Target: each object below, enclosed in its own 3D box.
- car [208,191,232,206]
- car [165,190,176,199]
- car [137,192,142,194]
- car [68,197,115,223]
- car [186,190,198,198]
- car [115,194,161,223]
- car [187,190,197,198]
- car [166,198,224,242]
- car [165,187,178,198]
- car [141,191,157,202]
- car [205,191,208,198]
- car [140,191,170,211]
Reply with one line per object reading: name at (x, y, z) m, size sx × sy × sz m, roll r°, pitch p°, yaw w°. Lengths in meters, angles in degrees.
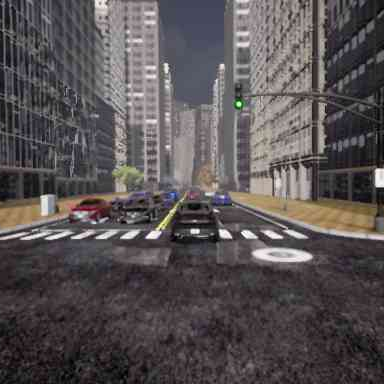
car at (3.346, 0.608, 38.539) m, size 2.097 × 1.767 × 4.553 m, roll -1°, pitch 1°, yaw 0°
car at (-3.279, 0.809, 40.578) m, size 1.812 × 1.442 × 4.674 m, roll -1°, pitch 1°, yaw 0°
car at (-6.524, 0.788, 40.791) m, size 1.882 × 1.535 × 5.008 m, roll -1°, pitch 1°, yaw 0°
car at (-6.594, 1.144, 22.185) m, size 1.812 × 1.442 × 4.674 m, roll -1°, pitch 1°, yaw 2°
car at (-0.004, 0.566, 53.335) m, size 1.812 × 1.442 × 4.674 m, roll -1°, pitch 1°, yaw 0°
car at (-3.347, 1.106, 21.420) m, size 1.837 × 1.490 × 4.892 m, roll -1°, pitch 1°, yaw 0°
car at (-0.003, 0.348, 63.327) m, size 1.882 × 1.535 × 5.008 m, roll -1°, pitch 1°, yaw 0°
car at (0.103, 1.155, 14.217) m, size 1.837 × 1.490 × 4.892 m, roll 0°, pitch 0°, yaw 0°
car at (-3.257, 0.330, 51.024) m, size 2.150 × 2.045 × 5.566 m, roll -1°, pitch 1°, yaw 0°
car at (-6.504, 0.664, 51.061) m, size 1.812 × 1.442 × 4.674 m, roll -1°, pitch 1°, yaw 0°
car at (3.314, 0.471, 61.562) m, size 1.895 × 1.301 × 4.718 m, roll -1°, pitch 1°, yaw 0°
car at (-3.339, 0.952, 30.758) m, size 1.837 × 1.490 × 4.892 m, roll -1°, pitch 1°, yaw 0°
